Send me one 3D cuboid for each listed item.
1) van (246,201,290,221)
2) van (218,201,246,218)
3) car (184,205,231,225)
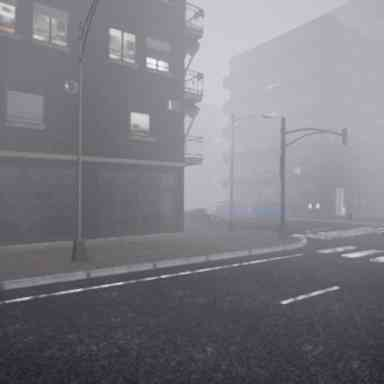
[{"bbox_3d":[7.715,1.843,33.009,1.690,1.788,3.998,-1,0,-36],"label":"van"},{"bbox_3d":[4.397,1.916,37.523,1.690,1.788,3.998,-1,0,-36],"label":"van"},{"bbox_3d":[0.977,2.036,28.087,1.802,1.307,4.206,0,0,-36],"label":"car"}]
